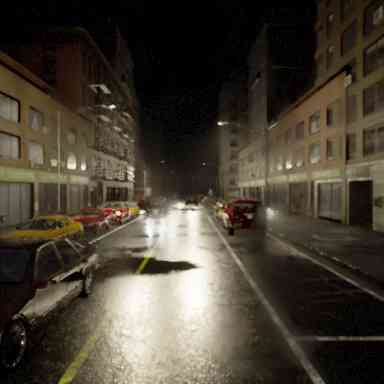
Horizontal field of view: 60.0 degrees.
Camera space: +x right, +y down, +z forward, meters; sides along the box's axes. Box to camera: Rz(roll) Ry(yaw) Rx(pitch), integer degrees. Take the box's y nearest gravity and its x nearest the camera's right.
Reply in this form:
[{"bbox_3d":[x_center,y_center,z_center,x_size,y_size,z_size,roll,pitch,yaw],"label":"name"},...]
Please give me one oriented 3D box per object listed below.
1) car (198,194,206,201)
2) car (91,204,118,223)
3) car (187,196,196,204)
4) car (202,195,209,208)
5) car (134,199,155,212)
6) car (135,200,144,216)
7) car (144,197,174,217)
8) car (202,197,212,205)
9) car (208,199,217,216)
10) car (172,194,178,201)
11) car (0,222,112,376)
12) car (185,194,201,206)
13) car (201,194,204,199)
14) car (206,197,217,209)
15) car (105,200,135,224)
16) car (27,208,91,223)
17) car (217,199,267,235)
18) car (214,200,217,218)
[{"bbox_3d":[2.758,1.503,95.036,2.192,1.841,5.009,-1,0,0],"label":"car"},{"bbox_3d":[-5.691,1.584,18.684,1.802,1.307,4.206,0,0,0],"label":"car"},{"bbox_3d":[-0.062,1.595,66.780,1.837,1.490,4.892,0,0,0],"label":"car"},{"bbox_3d":[2.806,1.481,46.176,1.967,1.590,4.097,-1,0,0],"label":"car"},{"bbox_3d":[-5.713,1.576,40.671,1.887,1.381,4.507,-1,0,0],"label":"car"},{"bbox_3d":[-5.703,1.539,29.507,1.752,1.417,4.829,-1,0,0],"label":"car"},{"bbox_3d":[-3.106,1.507,31.061,2.128,1.511,4.902,0,0,0],"label":"car"},{"bbox_3d":[2.790,1.606,62.838,1.752,1.417,4.829,-1,0,0],"label":"car"},{"bbox_3d":[2.822,1.564,29.686,2.008,1.369,4.403,-1,0,0],"label":"car"},{"bbox_3d":[-5.765,1.754,95.028,1.947,1.339,4.313,-1,0,0],"label":"car"},{"bbox_3d":[-3.097,1.546,5.816,2.033,1.411,5.357,0,0,0],"label":"car"},{"bbox_3d":[-0.051,1.418,57.443,2.097,1.767,4.553,0,0,0],"label":"car"},{"bbox_3d":[2.800,1.493,51.673,1.967,1.590,4.097,-1,0,0],"label":"car"},{"bbox_3d":[2.817,1.566,35.183,1.887,1.381,4.507,-1,0,0],"label":"car"},{"bbox_3d":[-5.699,1.447,24.181,1.967,1.590,4.097,-1,0,0],"label":"car"},{"bbox_3d":[-5.687,1.525,13.017,1.752,1.417,4.829,0,0,0],"label":"car"},{"bbox_3d":[2.831,1.317,18.692,2.192,1.841,5.009,-1,0,0],"label":"car"},{"bbox_3d":[2.827,1.533,24.359,1.752,1.417,4.829,-1,0,0],"label":"car"}]
